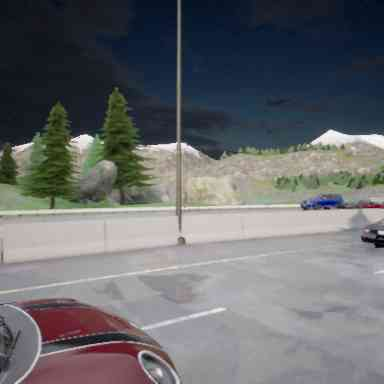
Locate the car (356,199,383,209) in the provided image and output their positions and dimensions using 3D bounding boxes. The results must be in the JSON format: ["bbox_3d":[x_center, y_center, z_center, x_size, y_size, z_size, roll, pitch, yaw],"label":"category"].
[{"bbox_3d":[19.537,1.587,34.013,4.718,1.301,1.895,0,0,-22],"label":"car"}]

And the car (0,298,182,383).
[{"bbox_3d":[-2.221,1.341,2.036,4.553,1.767,2.097,0,0,-36],"label":"car"}]

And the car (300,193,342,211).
[{"bbox_3d":[15.719,1.185,39.999,5.566,2.045,2.150,0,0,-22],"label":"car"}]

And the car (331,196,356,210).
[{"bbox_3d":[18.745,1.525,37.459,5.357,1.411,2.033,0,0,-21],"label":"car"}]

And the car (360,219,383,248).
[{"bbox_3d":[9.145,1.545,13.394,5.357,1.411,2.033,0,0,-29],"label":"car"}]
